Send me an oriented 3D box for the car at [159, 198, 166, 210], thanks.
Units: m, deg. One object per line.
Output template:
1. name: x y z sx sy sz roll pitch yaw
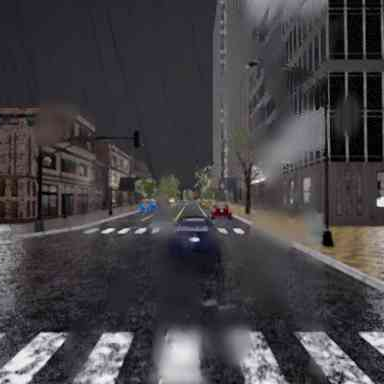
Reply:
1. car: -5.684 2.152 54.043 1.802 1.307 4.206 1 -1 0

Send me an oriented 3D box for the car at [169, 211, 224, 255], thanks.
1. car: 0.093 1.712 13.981 1.994 1.385 4.181 0 -1 0

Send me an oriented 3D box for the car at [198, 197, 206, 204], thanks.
1. car: 2.696 2.294 92.776 2.192 1.841 5.009 1 -1 0

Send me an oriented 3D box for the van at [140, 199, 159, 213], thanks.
1. van: -5.680 1.795 42.978 1.690 1.788 3.998 1 -1 0

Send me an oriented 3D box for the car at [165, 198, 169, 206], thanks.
1. car: -5.684 2.195 59.578 1.947 1.339 4.313 1 -1 0

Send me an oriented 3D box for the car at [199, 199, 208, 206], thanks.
1. car: 2.695 2.349 76.170 1.887 1.381 4.507 1 -1 0

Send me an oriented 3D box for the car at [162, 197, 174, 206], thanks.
1. car: -5.681 2.061 70.648 2.192 1.841 5.009 1 -1 0

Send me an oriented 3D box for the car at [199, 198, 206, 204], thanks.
1. car: 2.694 2.448 87.409 1.752 1.417 4.829 1 -1 0

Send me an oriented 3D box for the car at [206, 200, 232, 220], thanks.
1. car: 2.700 1.777 31.894 1.967 1.590 4.097 1 -1 0

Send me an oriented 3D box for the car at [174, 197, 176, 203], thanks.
1. car: -5.687 2.503 92.613 1.752 1.417 4.829 1 -1 0

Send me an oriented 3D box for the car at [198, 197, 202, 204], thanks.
1. car: 2.696 2.214 65.271 1.752 1.417 4.829 1 -1 0

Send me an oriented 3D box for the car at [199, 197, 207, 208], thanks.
1. car: 2.696 2.156 59.737 1.752 1.417 4.829 1 -1 0
